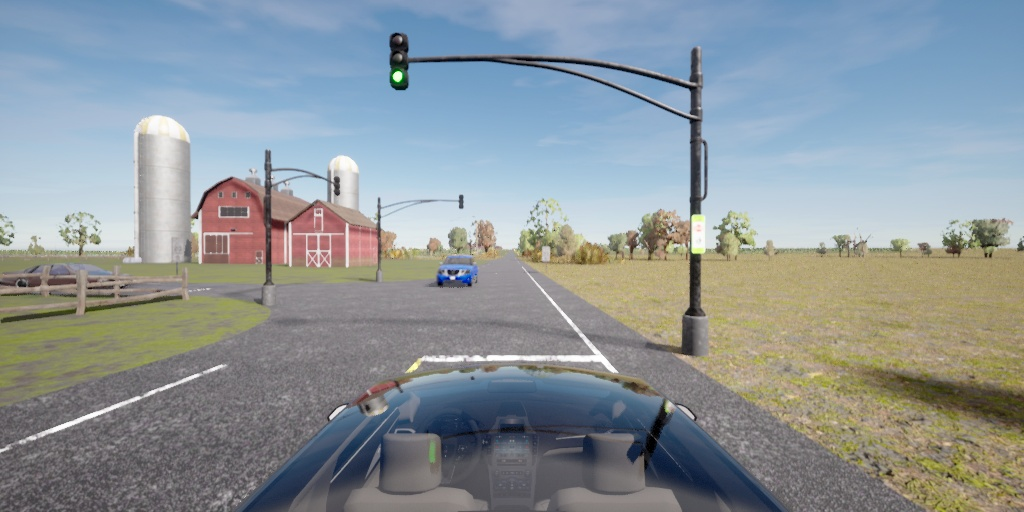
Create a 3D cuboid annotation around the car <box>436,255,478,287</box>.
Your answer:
[{"bbox_3d":[-3.488,0.964,23.842,2.150,2.045,5.566,0,0,0],"label":"car"}]

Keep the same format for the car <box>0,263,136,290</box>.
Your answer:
[{"bbox_3d":[-23.067,1.090,18.730,5.357,1.411,2.033,1,0,0],"label":"car"}]
